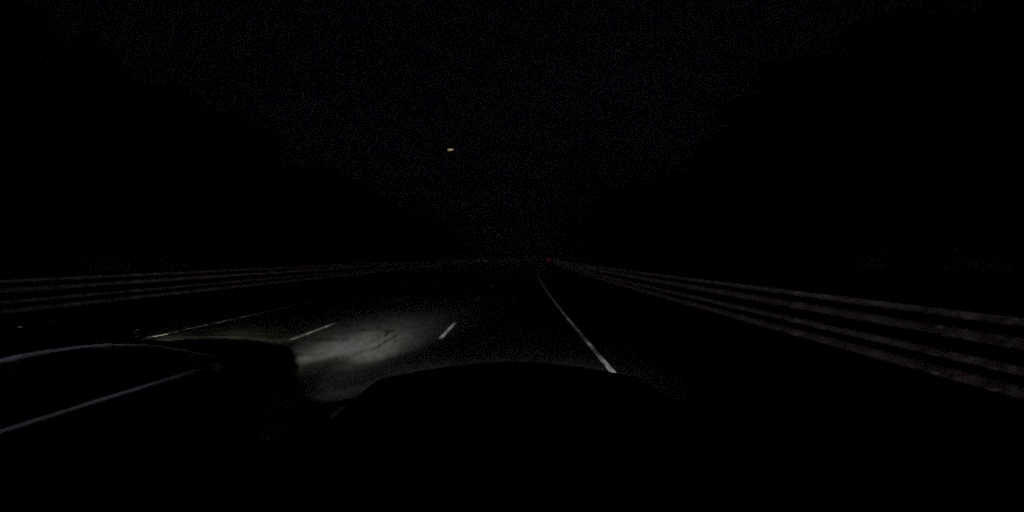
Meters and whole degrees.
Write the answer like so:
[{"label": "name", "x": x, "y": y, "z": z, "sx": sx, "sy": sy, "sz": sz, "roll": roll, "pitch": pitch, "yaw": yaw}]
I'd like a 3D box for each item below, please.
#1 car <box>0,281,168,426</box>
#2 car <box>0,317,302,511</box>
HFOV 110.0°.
[{"label": "car", "x": -6.886, "y": 1.201, "z": 3.692, "sx": 1.882, "sy": 1.535, "sz": 5.008, "roll": 0, "pitch": 0, "yaw": 0}, {"label": "car", "x": -3.384, "y": 1.228, "z": 2.284, "sx": 2.128, "sy": 1.511, "sz": 4.902, "roll": 0, "pitch": 0, "yaw": 0}]
